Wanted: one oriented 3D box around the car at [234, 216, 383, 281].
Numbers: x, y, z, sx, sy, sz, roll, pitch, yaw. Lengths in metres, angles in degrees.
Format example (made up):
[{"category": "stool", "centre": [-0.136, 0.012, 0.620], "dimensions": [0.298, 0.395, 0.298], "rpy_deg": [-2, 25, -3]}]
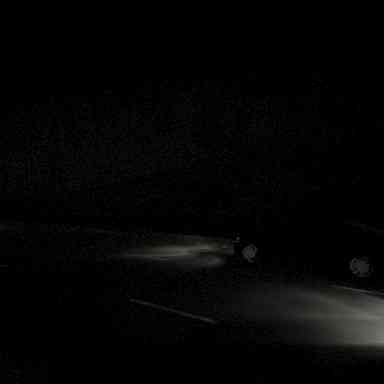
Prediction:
[{"category": "car", "centre": [3.656, 1.474, 9.982], "dimensions": [5.008, 1.535, 1.882], "rpy_deg": [0, 0, 35]}]
